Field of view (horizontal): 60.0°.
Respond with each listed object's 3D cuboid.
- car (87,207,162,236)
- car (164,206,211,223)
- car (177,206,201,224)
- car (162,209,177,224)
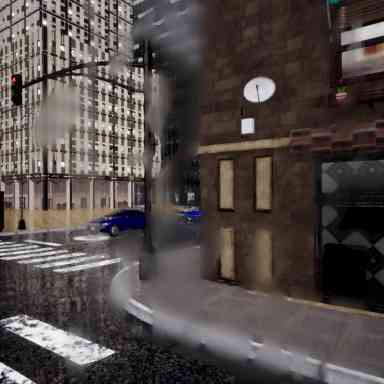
[{"bbox_3d":[-4.181,1.774,20.258,1.812,1.442,4.674,-1,-1,33],"label":"car"},{"bbox_3d":[-0.330,1.975,30.490,2.008,1.369,4.403,-2,-2,35],"label":"car"},{"bbox_3d":[1.240,1.863,27.974,1.882,1.535,5.008,-1,-1,35],"label":"car"},{"bbox_3d":[-3.533,1.894,25.934,2.008,1.369,4.403,-2,-2,35],"label":"car"}]
